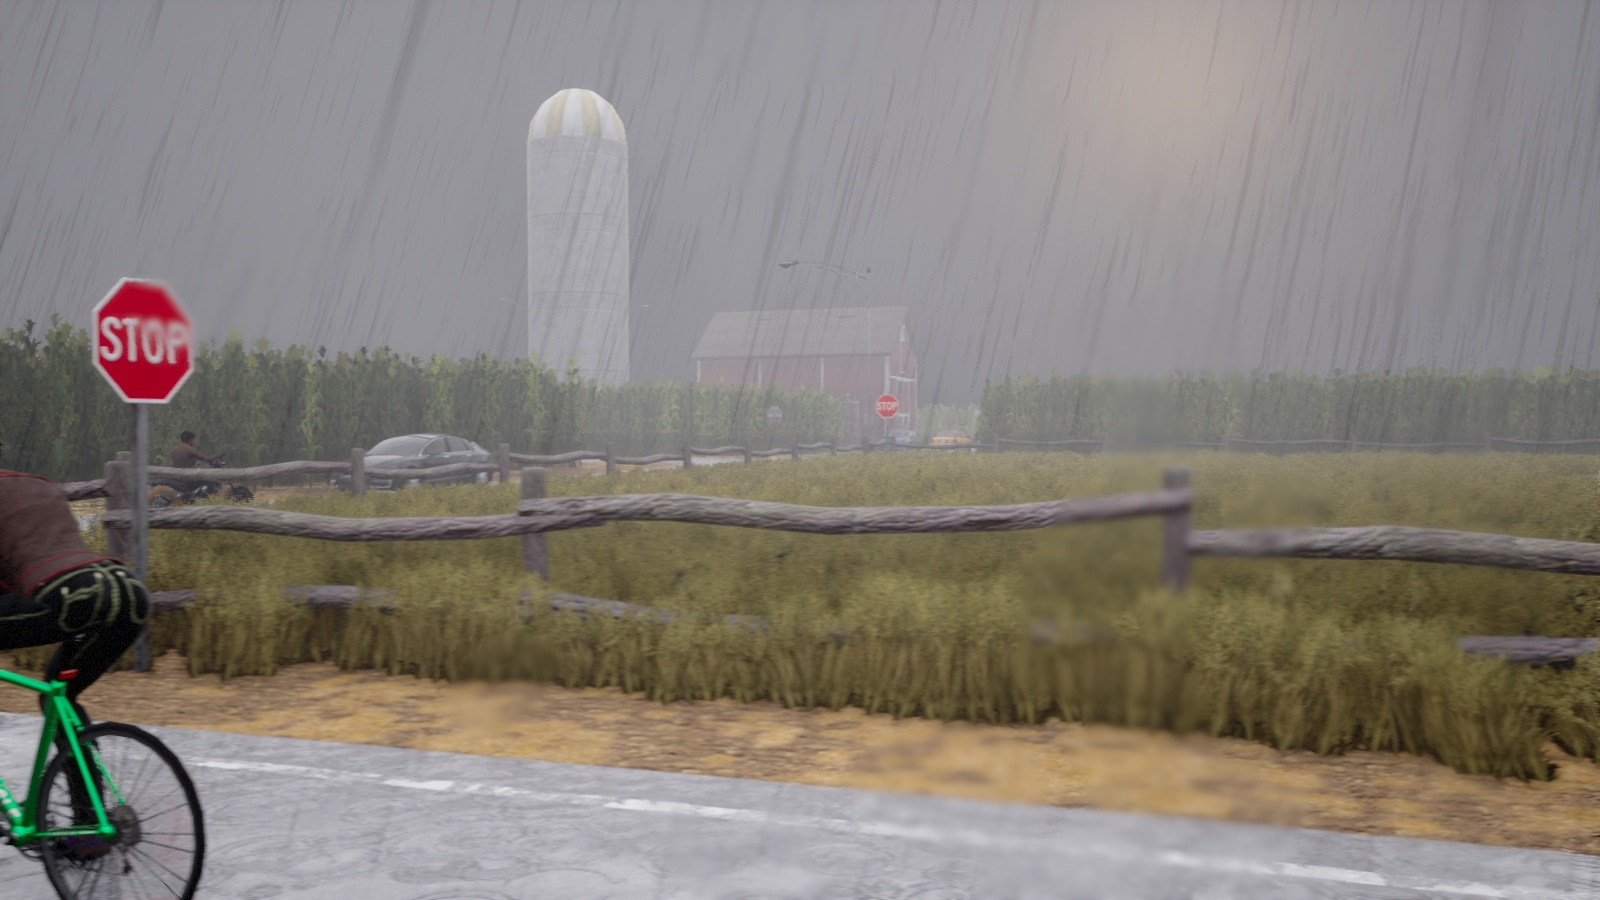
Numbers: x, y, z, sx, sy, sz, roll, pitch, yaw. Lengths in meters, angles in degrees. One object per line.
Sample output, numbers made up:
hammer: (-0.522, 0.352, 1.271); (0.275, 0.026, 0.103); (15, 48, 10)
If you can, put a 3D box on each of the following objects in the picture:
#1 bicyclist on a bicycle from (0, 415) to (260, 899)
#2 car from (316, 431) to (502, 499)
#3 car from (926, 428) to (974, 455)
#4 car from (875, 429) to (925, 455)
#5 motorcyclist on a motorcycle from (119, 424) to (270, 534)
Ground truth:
bicyclist on a bicycle: (-2.639, 0.705, 4.069); (1.656, 1.620, 0.582); (0, 1, 18)
car: (-9.409, 0.298, 30.710); (1.837, 1.490, 4.892); (1, 1, 19)
car: (9.143, -0.493, 76.056); (1.801, 1.575, 5.366); (1, 0, 19)
car: (6.177, -0.511, 76.962); (2.007, 1.525, 4.514); (1, 0, 19)
motorcyclist on a motorcycle: (-9.674, 0.421, 20.201); (0.766, 1.649, 2.350); (1, 1, 18)
